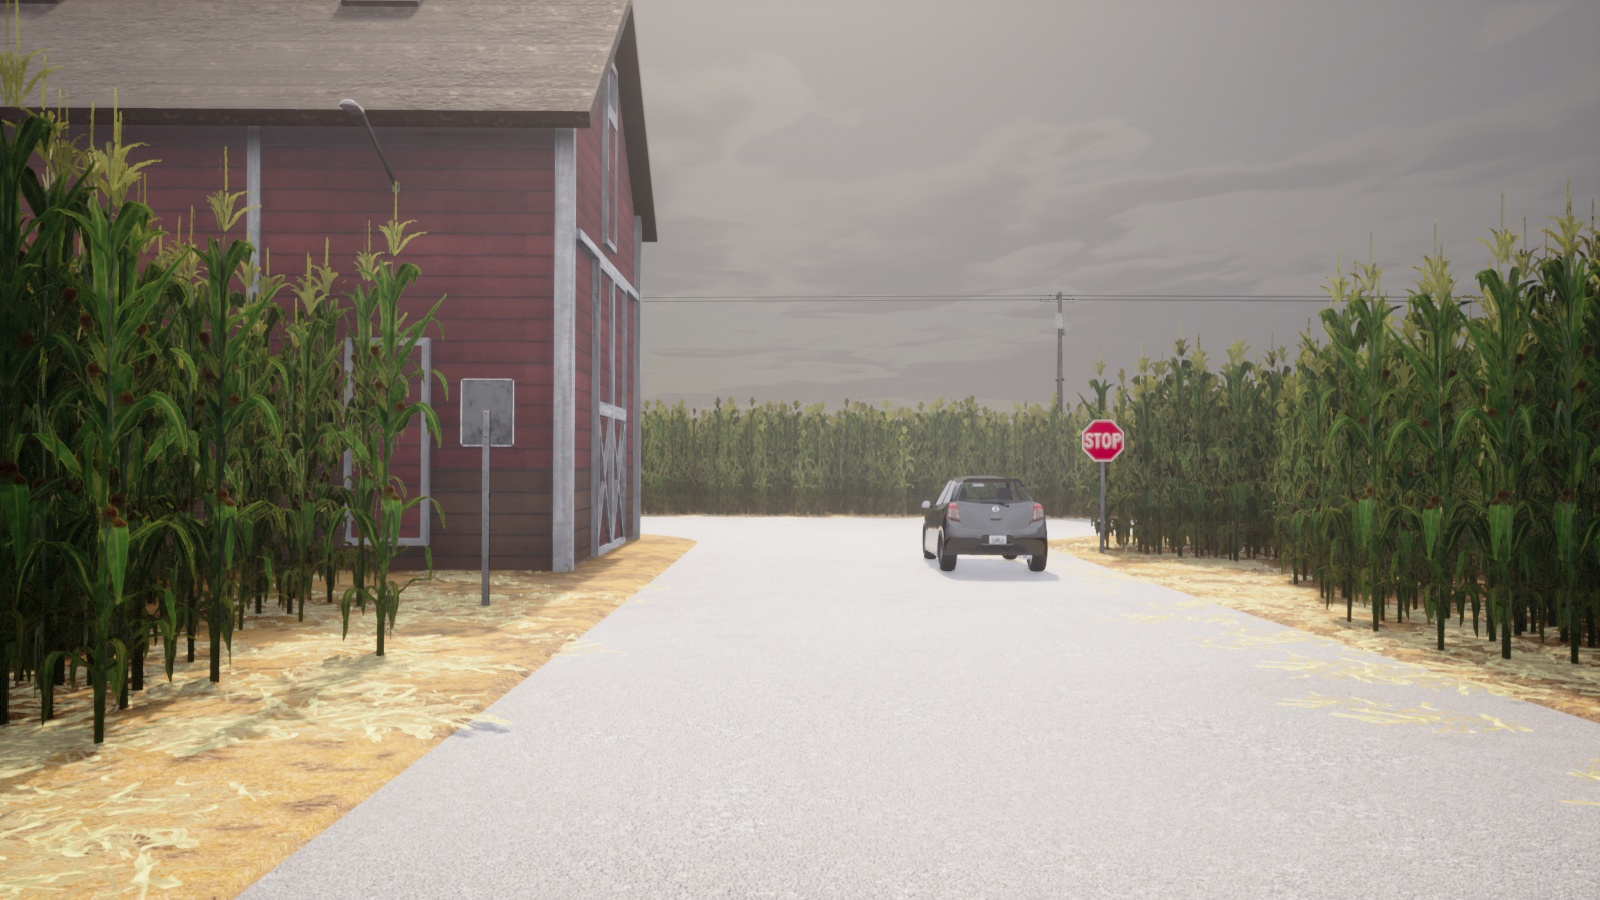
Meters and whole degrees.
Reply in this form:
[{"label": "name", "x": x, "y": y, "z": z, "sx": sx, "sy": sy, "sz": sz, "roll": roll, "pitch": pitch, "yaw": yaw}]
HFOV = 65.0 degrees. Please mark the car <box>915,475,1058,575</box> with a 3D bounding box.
[{"label": "car", "x": 3.023, "y": 1.180, "z": 21.051, "sx": 1.845, "sy": 1.501, "sz": 3.633, "roll": 0, "pitch": -1, "yaw": 0}]
